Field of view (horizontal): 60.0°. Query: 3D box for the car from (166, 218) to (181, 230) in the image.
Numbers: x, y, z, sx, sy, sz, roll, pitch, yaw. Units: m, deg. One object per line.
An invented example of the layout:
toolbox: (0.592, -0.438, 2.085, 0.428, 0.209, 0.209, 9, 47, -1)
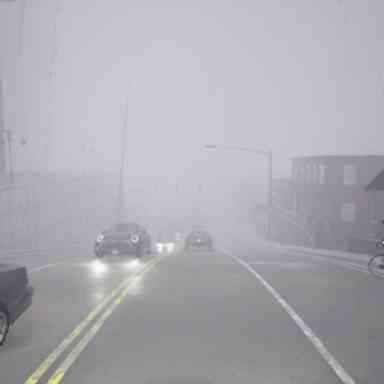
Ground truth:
car: (-2.678, 4.788, 48.626, 2.097, 1.767, 4.553, 0, 2, 1)

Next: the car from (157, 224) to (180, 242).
car: (-2.868, 4.831, 38.164, 2.128, 1.511, 4.902, 0, -3, 1)

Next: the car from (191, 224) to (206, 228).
car: (0.860, 5.048, 45.432, 2.033, 1.411, 5.357, 0, 0, 1)

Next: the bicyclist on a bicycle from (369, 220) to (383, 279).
bicyclist on a bicycle: (5.641, 1.549, 9.179, 1.656, 1.620, 0.582, -6, -5, 2)

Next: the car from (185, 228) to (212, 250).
car: (0.518, 3.666, 25.523, 1.994, 1.385, 4.181, 0, -7, 1)

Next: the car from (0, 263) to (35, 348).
car: (-3.565, 1.514, 3.188, 2.033, 1.411, 5.357, 0, 0, 1)

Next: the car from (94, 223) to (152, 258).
car: (-3.332, 2.335, 16.857, 2.097, 1.767, 4.553, 0, -7, 1)
